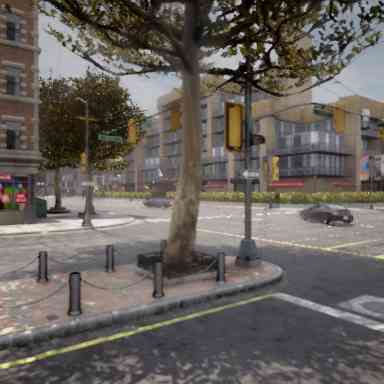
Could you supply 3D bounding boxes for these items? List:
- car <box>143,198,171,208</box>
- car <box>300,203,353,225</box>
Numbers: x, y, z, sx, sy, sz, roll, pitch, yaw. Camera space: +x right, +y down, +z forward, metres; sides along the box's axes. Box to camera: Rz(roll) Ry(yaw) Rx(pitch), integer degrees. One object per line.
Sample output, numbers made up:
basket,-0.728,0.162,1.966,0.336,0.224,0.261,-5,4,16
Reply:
car,-5.068,1.558,47.710,2.033,1.411,5.357,0,0,-36
car,9.676,1.535,24.186,1.812,1.442,4.674,0,0,-11
